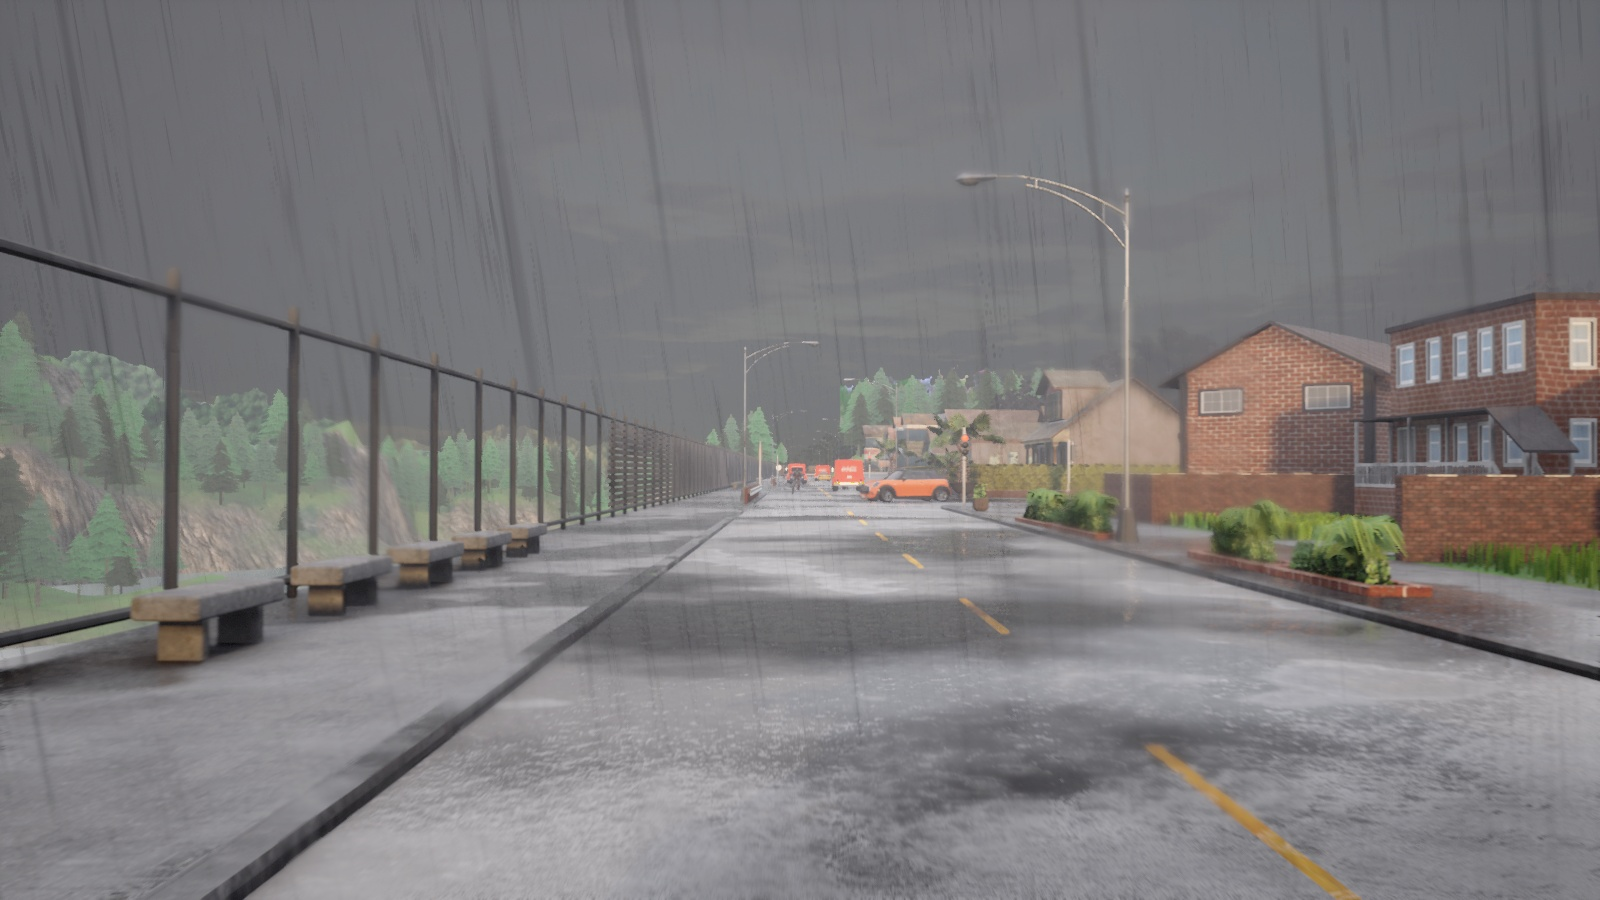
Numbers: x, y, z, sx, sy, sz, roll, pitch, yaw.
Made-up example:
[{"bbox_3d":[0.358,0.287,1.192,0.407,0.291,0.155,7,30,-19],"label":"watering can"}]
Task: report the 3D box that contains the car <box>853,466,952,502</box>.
[{"bbox_3d":[5.213,1.721,63.813,4.553,1.767,2.097,0,-1,-19],"label":"car"}]
